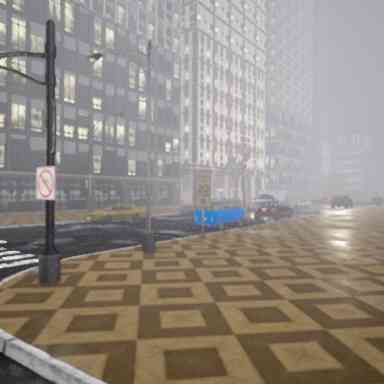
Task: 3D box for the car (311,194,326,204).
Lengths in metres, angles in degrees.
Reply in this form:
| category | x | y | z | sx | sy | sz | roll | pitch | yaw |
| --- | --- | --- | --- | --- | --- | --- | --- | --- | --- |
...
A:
| category | x | y | z | sx | sy | sz | roll | pitch | yaw |
| --- | --- | --- | --- | --- | --- | --- | --- | --- | --- |
| car | 24.239 | 1.310 | 63.127 | 2.192 | 1.841 | 5.009 | 0 | 0 | 37 |

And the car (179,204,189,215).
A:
| category | x | y | z | sx | sy | sz | roll | pitch | yaw |
| --- | --- | --- | --- | --- | --- | --- | --- | --- | --- |
| car | 0.543 | 1.526 | 32.218 | 1.802 | 1.307 | 4.206 | 0 | 0 | 37 |

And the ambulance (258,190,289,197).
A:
| category | x | y | z | sx | sy | sz | roll | pitch | yaw |
| --- | --- | --- | --- | --- | --- | --- | --- | --- | --- |
| ambulance | 9.392 | 0.998 | 39.539 | 2.351 | 2.431 | 6.366 | 0 | 0 | 37 |

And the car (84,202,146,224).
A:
| category | x | y | z | sx | sy | sz | roll | pitch | yaw |
| --- | --- | --- | --- | --- | --- | --- | --- | --- | --- |
| car | -5.550 | 1.460 | 24.484 | 1.752 | 1.417 | 4.829 | 0 | 0 | 37 |

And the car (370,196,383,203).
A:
| category | x | y | z | sx | sy | sz | roll | pitch | yaw |
| --- | --- | --- | --- | --- | --- | --- | --- | --- | --- |
| car | 37.261 | 1.623 | 67.162 | 1.947 | 1.339 | 4.313 | 0 | 0 | 37 |

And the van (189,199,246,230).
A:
| category | x | y | z | sx | sy | sz | roll | pitch | yaw |
| --- | --- | --- | --- | --- | --- | --- | --- | --- | --- |
| van | 1.848 | 1.323 | 20.784 | 1.690 | 1.788 | 3.998 | 0 | 0 | 37 |

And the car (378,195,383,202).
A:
| category | x | y | z | sx | sy | sz | roll | pitch | yaw |
| --- | --- | --- | --- | --- | --- | --- | --- | --- | --- |
| car | 44.032 | 1.517 | 75.993 | 1.967 | 1.590 | 4.097 | 0 | 0 | 37 |

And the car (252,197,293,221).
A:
| category | x | y | z | sx | sy | sz | roll | pitch | yaw |
| --- | --- | --- | --- | --- | --- | --- | --- | --- | --- |
| car | 6.797 | 1.429 | 27.423 | 1.967 | 1.590 | 4.097 | 0 | 0 | 37 |

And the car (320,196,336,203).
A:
| category | x | y | z | sx | sy | sz | roll | pitch | yaw |
| --- | --- | --- | --- | --- | --- | --- | --- | --- | --- |
| car | 27.623 | 1.555 | 67.542 | 2.008 | 1.369 | 4.403 | 0 | 0 | 37 |

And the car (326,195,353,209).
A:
| category | x | y | z | sx | sy | sz | roll | pitch | yaw |
| --- | --- | --- | --- | --- | --- | --- | --- | --- | --- |
| car | 20.337 | 1.329 | 45.085 | 2.192 | 1.841 | 5.009 | 0 | 0 | 37 |
